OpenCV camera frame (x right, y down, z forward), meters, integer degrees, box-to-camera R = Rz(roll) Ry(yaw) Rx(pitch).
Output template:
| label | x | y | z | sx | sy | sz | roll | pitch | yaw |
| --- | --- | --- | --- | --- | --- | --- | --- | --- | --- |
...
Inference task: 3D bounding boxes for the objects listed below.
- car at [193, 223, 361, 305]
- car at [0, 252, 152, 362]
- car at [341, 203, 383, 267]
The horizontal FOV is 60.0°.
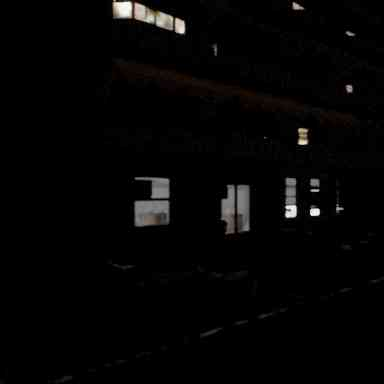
| label | x | y | z | sx | sy | sz | roll | pitch | yaw |
| --- | --- | --- | --- | --- | --- | --- | --- | --- | --- |
| car | 1.995 | 1.576 | 7.983 | 4.206 | 1.307 | 1.802 | 0 | 0 | -36 |
| car | -2.604 | 1.581 | 4.703 | 4.206 | 1.307 | 1.802 | 0 | 0 | -36 |
| car | 6.593 | 1.304 | 11.264 | 5.009 | 1.841 | 2.192 | 0 | 0 | -36 |
